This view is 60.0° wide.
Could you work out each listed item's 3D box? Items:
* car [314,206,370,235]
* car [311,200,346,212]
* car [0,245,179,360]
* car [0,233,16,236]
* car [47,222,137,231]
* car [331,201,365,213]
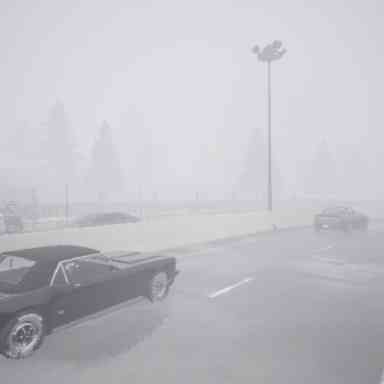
[{"bbox_3d":[8.983,1.643,19.812,2.128,1.511,4.902,-1,-1,44],"label":"car"},{"bbox_3d":[18.761,1.856,45.634,4.892,1.490,1.837,0,-1,-32],"label":"car"},{"bbox_3d":[-2.269,1.660,6.193,1.895,1.301,4.718,0,-1,34],"label":"car"},{"bbox_3d":[-10.443,1.359,13.145,2.150,2.045,5.566,-1,-1,35],"label":"car"},{"bbox_3d":[-4.429,1.648,15.385,1.837,1.490,4.892,-1,-1,38],"label":"car"},{"bbox_3d":[19.824,1.883,42.166,4.181,1.385,1.994,0,-1,-32],"label":"car"}]
